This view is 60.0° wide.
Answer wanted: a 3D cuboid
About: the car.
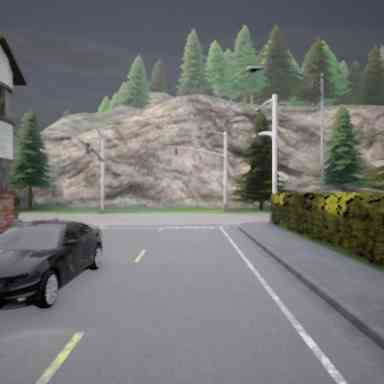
[{"bbox_3d":[-3.586,1.435,7.992,1.882,1.535,5.008,0,0,0],"label":"car"}]
